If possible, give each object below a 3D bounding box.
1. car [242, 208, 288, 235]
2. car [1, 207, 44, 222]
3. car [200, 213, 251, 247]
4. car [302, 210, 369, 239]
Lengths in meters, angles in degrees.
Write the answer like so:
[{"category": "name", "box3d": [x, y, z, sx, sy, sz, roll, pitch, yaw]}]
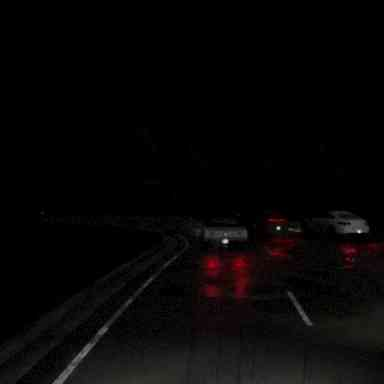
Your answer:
[{"category": "car", "box3d": [4.097, 1.762, 20.727, 1.837, 1.490, 4.892, 2, -1, -16]}, {"category": "car", "box3d": [-14.648, 1.866, 26.909, 4.718, 1.301, 1.895, 0, -1, -19]}, {"category": "car", "box3d": [1.367, 1.795, 16.106, 1.895, 1.301, 4.718, 0, -1, -1]}, {"category": "car", "box3d": [8.049, 1.776, 19.013, 1.812, 1.442, 4.674, 1, -1, -9]}]
